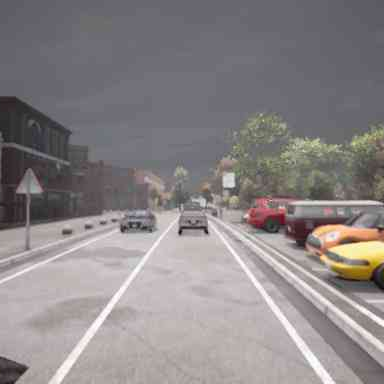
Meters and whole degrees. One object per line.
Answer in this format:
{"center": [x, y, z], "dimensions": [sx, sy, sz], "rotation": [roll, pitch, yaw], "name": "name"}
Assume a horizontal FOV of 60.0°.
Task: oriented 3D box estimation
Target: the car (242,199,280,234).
{"center": [6.239, 1.458, 20.585], "dimensions": [5.566, 2.045, 2.435], "rotation": [0, -1, -1], "name": "car"}

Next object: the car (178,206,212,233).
{"center": [0.061, 1.831, 21.520], "dimensions": [2.033, 1.411, 5.357], "rotation": [0, -2, 0], "name": "car"}

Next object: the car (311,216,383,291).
{"center": [6.115, 1.519, 8.434], "dimensions": [5.366, 1.575, 1.946], "rotation": [0, -1, 0], "name": "car"}

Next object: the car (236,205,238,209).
{"center": [6.173, 1.724, 26.533], "dimensions": [4.553, 1.767, 2.185], "rotation": [0, -1, -1], "name": "car"}

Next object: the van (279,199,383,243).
{"center": [6.376, 1.373, 14.394], "dimensions": [4.442, 1.987, 1.878], "rotation": [0, -1, 0], "name": "van"}

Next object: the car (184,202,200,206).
{"center": [0.010, 2.232, 41.105], "dimensions": [2.150, 2.045, 5.566], "rotation": [0, -3, 0], "name": "car"}

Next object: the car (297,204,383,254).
{"center": [6.311, 1.428, 11.355], "dimensions": [4.553, 1.767, 2.185], "rotation": [0, -1, 0], "name": "car"}

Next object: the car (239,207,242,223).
{"center": [6.181, 1.778, 23.496], "dimensions": [5.008, 1.535, 2.097], "rotation": [0, -1, -1], "name": "car"}

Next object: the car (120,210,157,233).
{"center": [-3.381, 1.850, 21.615], "dimensions": [1.994, 1.385, 4.181], "rotation": [0, -2, 0], "name": "car"}
